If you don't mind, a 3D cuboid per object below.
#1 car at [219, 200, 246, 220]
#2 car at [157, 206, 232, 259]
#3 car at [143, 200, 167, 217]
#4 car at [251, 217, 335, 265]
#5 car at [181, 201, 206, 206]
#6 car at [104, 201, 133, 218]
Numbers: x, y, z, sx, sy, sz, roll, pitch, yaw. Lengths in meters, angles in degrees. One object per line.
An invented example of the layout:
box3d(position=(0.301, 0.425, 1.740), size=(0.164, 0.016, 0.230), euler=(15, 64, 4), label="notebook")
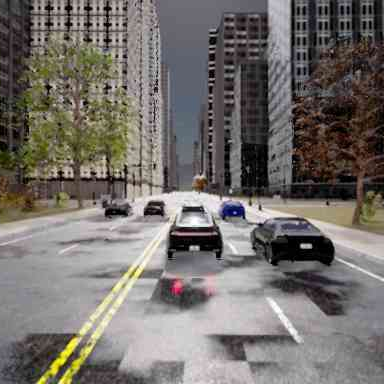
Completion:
box3d(position=(3.338, 1.455, 28.269), size=(1.882, 1.535, 5.008), euler=(0, 0, 0), label="car")
box3d(position=(0.085, 1.484, 12.476), size=(2.128, 1.511, 4.902), euler=(0, 0, 0), label="car")
box3d(position=(-3.332, 1.479, 30.587), size=(1.837, 1.490, 4.892), euler=(0, 0, 0), label="car")
box3d(position=(3.337, 1.557, 11.746), size=(1.994, 1.385, 4.181), euler=(0, 0, 0), label="car")
box3d(position=(0.085, 1.469, 27.257), size=(2.128, 1.511, 4.902), euler=(0, 0, 0), label="car")
box3d(position=(-6.583, 1.538, 30.169), size=(1.994, 1.385, 4.181), euler=(0, 0, 0), label="car")
